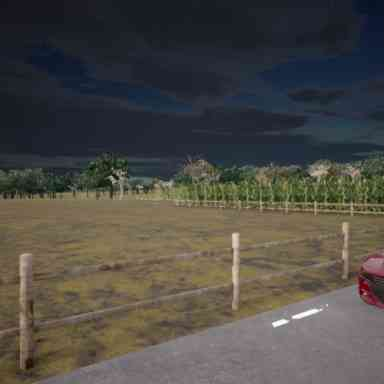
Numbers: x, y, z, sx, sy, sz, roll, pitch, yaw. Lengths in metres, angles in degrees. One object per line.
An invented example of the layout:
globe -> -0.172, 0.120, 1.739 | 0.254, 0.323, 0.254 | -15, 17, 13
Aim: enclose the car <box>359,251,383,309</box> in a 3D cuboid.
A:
car -> 5.428, 1.471, 6.912 | 5.008, 1.535, 1.882 | 0, 0, -35
